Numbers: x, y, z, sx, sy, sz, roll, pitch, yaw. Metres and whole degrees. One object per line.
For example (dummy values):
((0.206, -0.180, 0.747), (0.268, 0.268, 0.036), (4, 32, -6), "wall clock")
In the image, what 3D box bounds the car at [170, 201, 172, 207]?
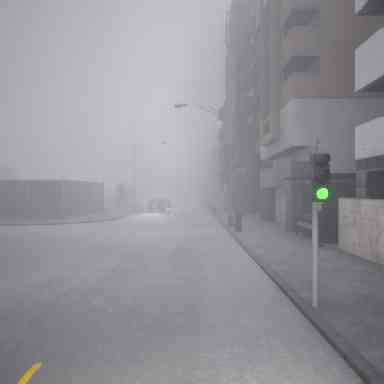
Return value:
((-4.104, 1.564, 49.288), (1.994, 1.385, 4.181), (0, 0, 0), "car")

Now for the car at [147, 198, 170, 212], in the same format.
((-4.122, 1.491, 39.268), (2.128, 1.511, 4.902), (0, 0, 0), "car")
